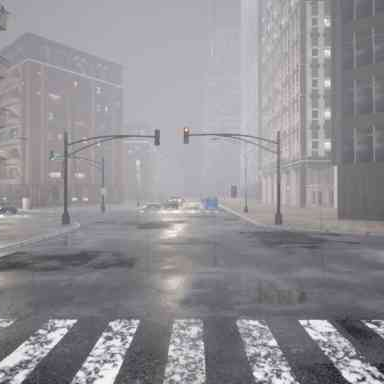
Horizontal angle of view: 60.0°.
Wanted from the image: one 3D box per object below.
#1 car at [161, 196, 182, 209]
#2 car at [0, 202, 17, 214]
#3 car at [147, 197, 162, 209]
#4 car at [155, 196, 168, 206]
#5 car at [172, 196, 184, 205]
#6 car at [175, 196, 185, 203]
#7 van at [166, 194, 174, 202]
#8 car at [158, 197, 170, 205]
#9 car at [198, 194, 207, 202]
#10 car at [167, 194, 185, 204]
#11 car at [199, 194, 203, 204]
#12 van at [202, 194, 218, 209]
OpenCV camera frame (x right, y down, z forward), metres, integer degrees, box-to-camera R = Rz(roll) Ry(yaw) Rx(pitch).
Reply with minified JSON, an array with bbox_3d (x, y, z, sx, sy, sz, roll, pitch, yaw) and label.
[{"bbox_3d":[-2.737,1.644,45.127,1.895,1.301,4.718,0,0,0],"label":"car"},{"bbox_3d":[-21.071,1.789,36.702,4.718,1.301,1.895,-1,-1,41],"label":"car"},{"bbox_3d":[-5.219,1.570,45.828,1.752,1.417,4.829,0,0,0],"label":"car"},{"bbox_3d":[-5.196,1.510,57.103,1.967,1.590,4.097,0,0,0],"label":"car"},{"bbox_3d":[-2.666,1.580,64.093,2.128,1.511,4.902,0,0,1],"label":"car"},{"bbox_3d":[-2.599,1.669,73.975,1.994,1.385,4.181,0,0,0],"label":"car"},{"bbox_3d":[-5.150,1.474,79.311,1.690,1.788,3.998,0,0,0],"label":"van"},{"bbox_3d":[-5.185,1.650,62.655,1.947,1.339,4.313,0,0,0],"label":"car"},{"bbox_3d":[2.739,1.467,84.850,2.192,1.841,5.009,0,0,0],"label":"car"},{"bbox_3d":[-2.713,1.415,54.254,2.097,1.767,4.553,0,0,0],"label":"car"},{"bbox_3d":[2.707,1.644,68.191,1.887,1.381,4.507,0,0,0],"label":"car"},{"bbox_3d":[2.663,1.386,45.982,1.690,1.788,3.998,0,0,0],"label":"van"}]
